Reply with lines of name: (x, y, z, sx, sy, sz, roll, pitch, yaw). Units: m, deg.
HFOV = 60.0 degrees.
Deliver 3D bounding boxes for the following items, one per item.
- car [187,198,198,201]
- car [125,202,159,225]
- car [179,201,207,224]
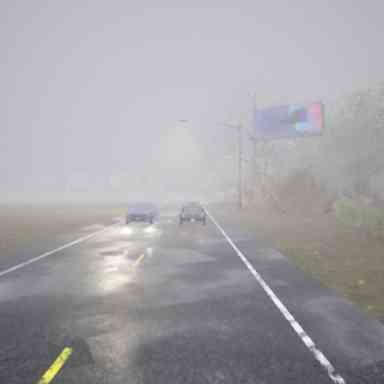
car: (0.072, 1.547, 43.748, 1.812, 1.442, 4.674, 0, 0, 0)
car: (-3.582, 1.490, 24.436, 1.882, 1.535, 5.008, 0, 0, 0)
car: (0.059, 1.613, 24.511, 1.895, 1.301, 4.718, 0, 0, 0)
